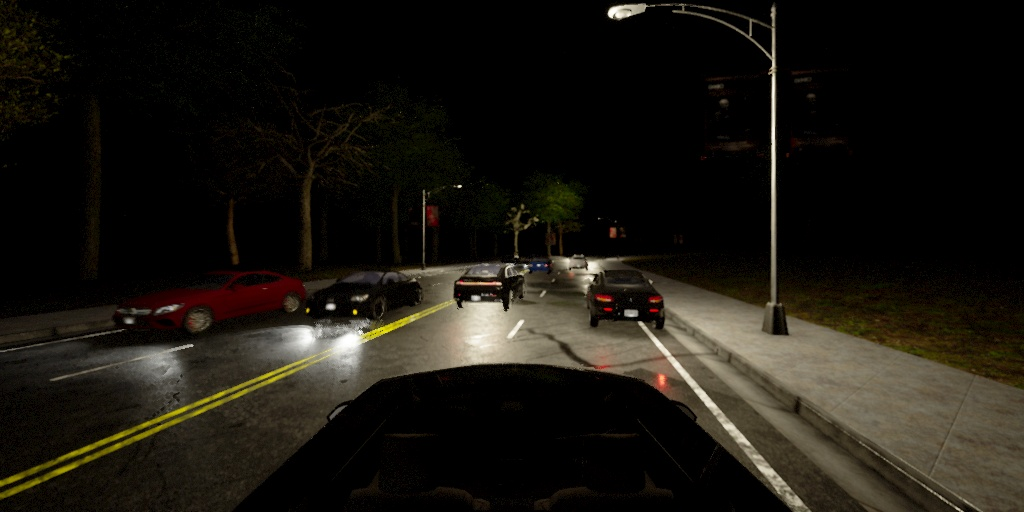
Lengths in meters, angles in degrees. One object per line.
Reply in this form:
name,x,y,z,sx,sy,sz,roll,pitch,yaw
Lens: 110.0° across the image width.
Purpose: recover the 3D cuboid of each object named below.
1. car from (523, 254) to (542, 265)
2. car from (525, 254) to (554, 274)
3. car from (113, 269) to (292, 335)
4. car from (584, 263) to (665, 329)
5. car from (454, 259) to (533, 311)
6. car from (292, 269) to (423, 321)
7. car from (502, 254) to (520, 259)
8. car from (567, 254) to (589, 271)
car,2.976,0.400,50.959,1.812,1.442,4.674,0,1,14
car,2.604,0.763,31.451,2.033,1.411,5.357,0,1,10
car,-8.063,1.125,10.222,1.812,1.442,4.674,0,1,10
car,3.164,1.112,10.548,1.812,1.442,4.674,0,1,10
car,-0.672,1.028,13.422,2.128,1.511,4.902,0,1,10
car,-4.514,1.137,11.574,1.994,1.385,4.181,0,1,10
car,-0.135,0.408,52.068,2.033,1.411,5.357,0,1,14
car,6.633,0.666,35.695,1.812,1.442,4.674,0,1,11
